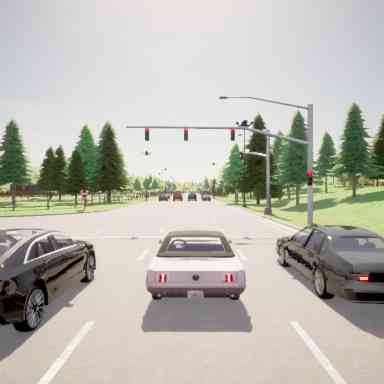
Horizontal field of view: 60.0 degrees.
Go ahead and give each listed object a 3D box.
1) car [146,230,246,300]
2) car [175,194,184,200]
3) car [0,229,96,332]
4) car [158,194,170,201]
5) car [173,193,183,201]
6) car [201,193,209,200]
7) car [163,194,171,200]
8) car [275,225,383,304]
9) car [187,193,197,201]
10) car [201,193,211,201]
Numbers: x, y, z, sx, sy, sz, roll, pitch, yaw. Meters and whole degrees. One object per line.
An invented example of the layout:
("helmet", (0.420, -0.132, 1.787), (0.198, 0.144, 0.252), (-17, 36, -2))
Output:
("car", (0.085, 1.601, 8.343), (1.895, 1.301, 4.718), (0, 0, 0))
("car", (-3.434, 1.357, 91.037), (2.128, 1.511, 4.902), (0, 0, 0))
("car", (-3.425, 1.492, 6.805), (2.128, 1.511, 4.902), (0, 0, 0))
("car", (-6.942, 1.347, 81.006), (2.097, 1.767, 4.553), (0, 0, 0))
("car", (-3.442, 1.217, 80.647), (2.150, 2.045, 5.566), (0, 0, 0))
("car", (3.566, 1.187, 91.002), (2.097, 1.767, 4.553), (0, 0, 0))
("car", (-6.934, 1.332, 91.039), (1.837, 1.490, 4.892), (0, 0, 0))
("car", (3.586, 1.547, 8.369), (2.033, 1.411, 5.357), (0, 0, 0))
("car", (0.058, 1.217, 80.644), (2.150, 2.045, 5.566), (0, 0, 0))
("car", (3.558, 1.517, 80.612), (2.128, 1.511, 4.902), (0, 0, 0))
